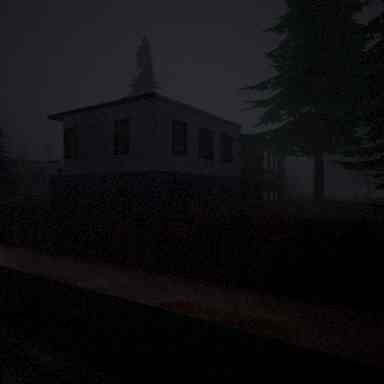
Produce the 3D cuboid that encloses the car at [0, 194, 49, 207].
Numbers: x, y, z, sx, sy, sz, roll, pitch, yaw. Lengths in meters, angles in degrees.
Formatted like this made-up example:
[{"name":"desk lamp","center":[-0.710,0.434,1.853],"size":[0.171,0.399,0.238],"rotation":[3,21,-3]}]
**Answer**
[{"name":"car","center":[-14.753,1.202,29.570],"size":[2.150,2.045,5.566],"rotation":[0,0,27]}]
